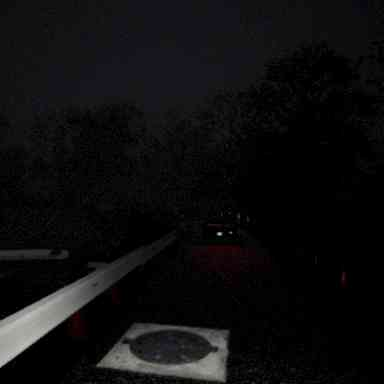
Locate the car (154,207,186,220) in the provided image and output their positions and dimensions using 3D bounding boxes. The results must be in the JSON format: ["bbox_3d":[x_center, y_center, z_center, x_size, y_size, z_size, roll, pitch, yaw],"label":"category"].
[{"bbox_3d":[-2.528,2.338,36.904,1.812,1.442,4.674,-1,1,-40],"label":"car"}]

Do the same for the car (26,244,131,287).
[{"bbox_3d":[-5.699,3.661,17.133,4.792,1.488,2.163,1,3,-15],"label":"car"}]

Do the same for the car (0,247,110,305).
[{"bbox_3d":[-5.945,3.528,14.109,5.566,2.045,2.435,1,3,-15],"label":"car"}]

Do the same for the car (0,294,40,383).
[{"bbox_3d":[-6.451,3.948,8.085,4.553,1.767,2.185,1,3,-15],"label":"car"}]

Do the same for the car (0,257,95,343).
[{"bbox_3d":[-6.246,3.675,11.067,5.566,2.045,2.435,1,3,-15],"label":"car"}]

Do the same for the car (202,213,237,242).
[{"bbox_3d":[1.609,2.002,19.492,2.128,1.511,4.902,2,-2,4],"label":"car"}]
